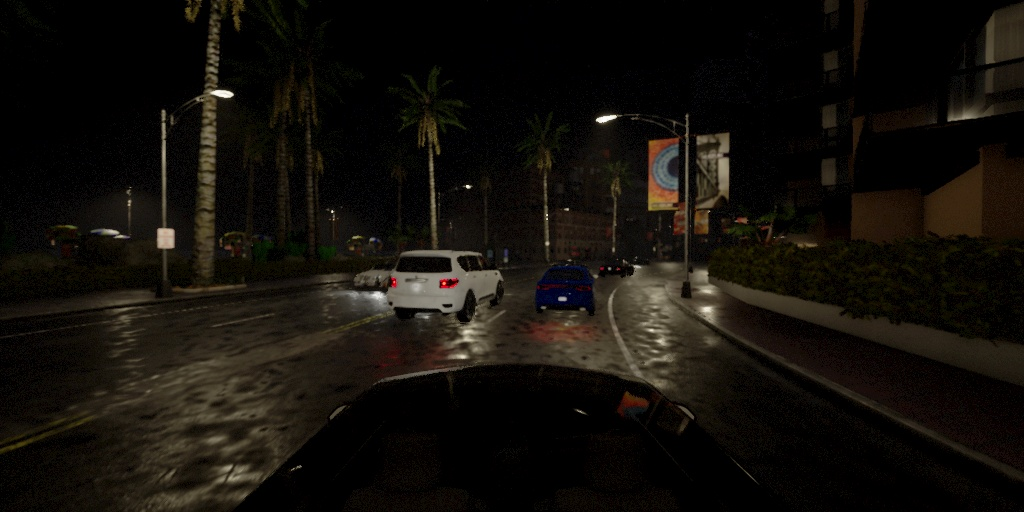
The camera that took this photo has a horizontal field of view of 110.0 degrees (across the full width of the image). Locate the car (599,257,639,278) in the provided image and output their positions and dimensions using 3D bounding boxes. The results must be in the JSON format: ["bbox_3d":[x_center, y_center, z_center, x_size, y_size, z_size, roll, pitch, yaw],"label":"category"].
[{"bbox_3d":[8.673,1.014,29.433,2.033,1.411,5.357,1,1,30],"label":"car"}]

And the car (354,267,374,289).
[{"bbox_3d":[-6.839,1.029,20.580,1.812,1.442,4.674,0,1,20],"label":"car"}]

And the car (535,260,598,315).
[{"bbox_3d":[2.081,1.105,13.107,1.882,1.535,5.008,0,1,13],"label":"car"}]

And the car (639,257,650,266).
[{"bbox_3d":[19.178,0.792,54.016,1.994,1.385,4.181,1,1,43],"label":"car"}]

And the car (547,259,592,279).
[{"bbox_3d":[4.894,0.994,29.814,2.033,1.411,5.357,1,1,29],"label":"car"}]

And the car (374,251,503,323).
[{"bbox_3d":[-1.882,0.846,11.876,2.150,2.045,5.566,0,1,13],"label":"car"}]
